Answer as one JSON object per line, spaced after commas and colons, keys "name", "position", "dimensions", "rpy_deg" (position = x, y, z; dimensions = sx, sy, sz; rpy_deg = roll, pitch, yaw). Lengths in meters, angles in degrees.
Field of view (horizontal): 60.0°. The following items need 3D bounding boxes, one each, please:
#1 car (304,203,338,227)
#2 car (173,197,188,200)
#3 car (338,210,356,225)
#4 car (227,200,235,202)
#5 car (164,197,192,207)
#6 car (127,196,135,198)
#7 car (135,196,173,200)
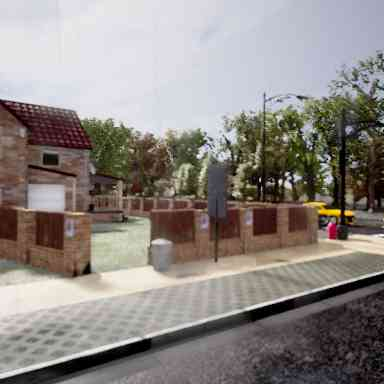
{"name": "car", "position": [7.193, 1.617, 22.933], "dimensions": [1.812, 1.442, 4.674], "rpy_deg": [1, 0, -35]}
{"name": "car", "position": [-2.551, 1.583, 42.188], "dimensions": [2.033, 1.411, 5.357], "rpy_deg": [1, 0, -35]}
{"name": "car", "position": [9.681, 1.598, 25.045], "dimensions": [1.882, 1.535, 5.008], "rpy_deg": [1, 0, -36]}
{"name": "car", "position": [3.629, 1.571, 33.521], "dimensions": [2.128, 1.511, 4.902], "rpy_deg": [1, 0, -36]}
{"name": "car", "position": [-2.227, 1.551, 53.250], "dimensions": [2.128, 1.511, 4.902], "rpy_deg": [1, 0, -36]}
{"name": "car", "position": [-12.367, 1.459, 67.451], "dimensions": [1.882, 1.535, 5.008], "rpy_deg": [1, 0, -36]}
{"name": "car", "position": [-4.626, 1.516, 39.504], "dimensions": [1.837, 1.490, 4.892], "rpy_deg": [1, 0, -35]}
